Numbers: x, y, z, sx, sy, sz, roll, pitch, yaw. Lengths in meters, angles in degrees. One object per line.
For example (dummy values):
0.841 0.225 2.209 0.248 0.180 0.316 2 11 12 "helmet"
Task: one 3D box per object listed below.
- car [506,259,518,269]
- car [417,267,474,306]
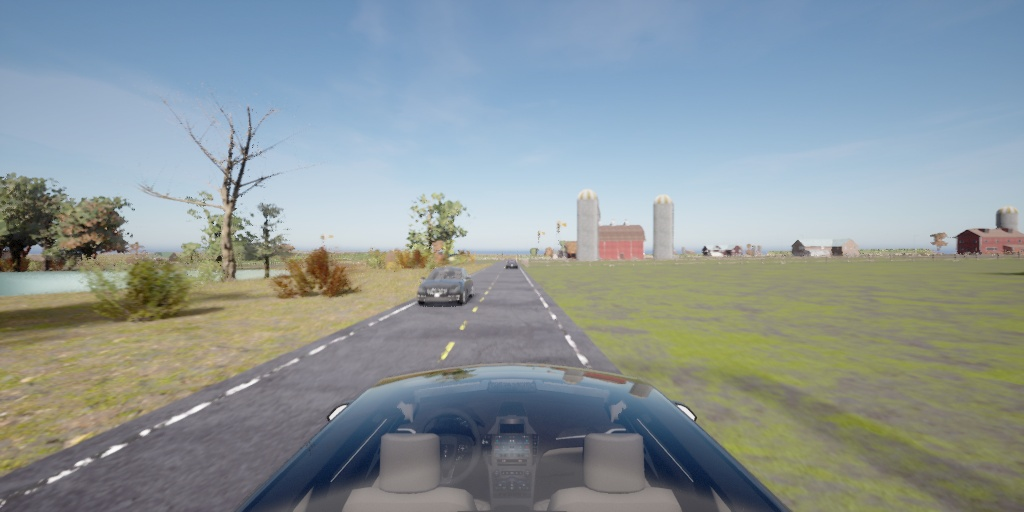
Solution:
0.000 1.340 56.041 1.994 1.385 4.181 0 0 0 "car"
-2.806 1.256 15.894 1.837 1.490 4.892 0 -1 0 "car"
